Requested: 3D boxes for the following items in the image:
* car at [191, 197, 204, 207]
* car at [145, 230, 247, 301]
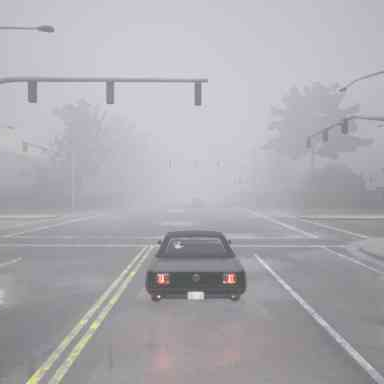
[{"bbox_3d":[0.914,1.524,52.766,1.812,1.442,4.674,0,0,0],"label":"car"},{"bbox_3d":[0.065,1.601,8.280,1.895,1.301,4.718,0,0,0],"label":"car"}]
